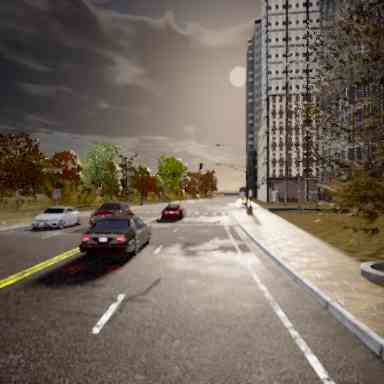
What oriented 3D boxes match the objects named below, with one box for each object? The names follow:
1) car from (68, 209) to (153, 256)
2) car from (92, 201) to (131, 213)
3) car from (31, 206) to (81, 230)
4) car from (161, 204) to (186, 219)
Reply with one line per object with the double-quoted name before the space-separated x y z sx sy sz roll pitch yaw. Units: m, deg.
"car" -2.868 1.653 13.589 2.033 1.411 5.357 0 0 2
"car" -5.742 1.534 24.072 2.097 1.767 4.553 0 0 4
"car" -9.088 1.693 22.745 1.812 1.442 4.674 0 0 4
"car" -1.691 1.814 32.035 1.994 1.385 4.181 0 0 5
